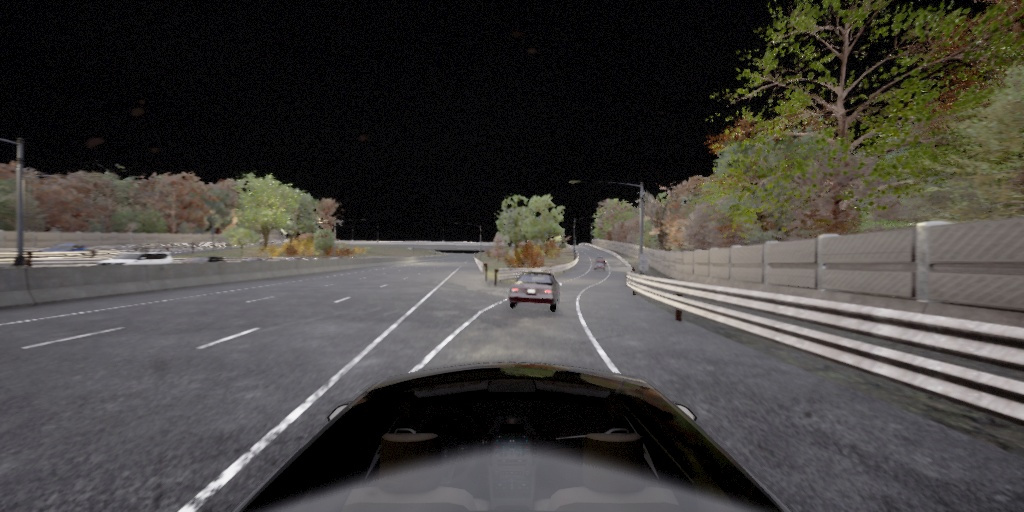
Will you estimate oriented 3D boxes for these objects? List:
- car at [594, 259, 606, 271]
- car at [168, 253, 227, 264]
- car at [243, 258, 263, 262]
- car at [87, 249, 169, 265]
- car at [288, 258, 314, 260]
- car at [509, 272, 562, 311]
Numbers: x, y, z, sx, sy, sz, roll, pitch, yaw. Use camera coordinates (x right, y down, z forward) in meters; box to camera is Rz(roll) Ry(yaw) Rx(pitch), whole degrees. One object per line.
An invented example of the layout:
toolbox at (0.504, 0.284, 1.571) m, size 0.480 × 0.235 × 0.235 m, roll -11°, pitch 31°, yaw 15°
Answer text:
car at (15.396, 1.789, 63.023) m, size 2.033 × 1.411 × 5.357 m, roll 1°, pitch 2°, yaw 14°
car at (-28.787, 0.813, 33.490) m, size 2.097 × 1.767 × 4.553 m, roll 1°, pitch 0°, yaw -6°
car at (-33.744, 0.982, 46.960) m, size 1.994 × 1.385 × 4.181 m, roll 1°, pitch 0°, yaw -6°
car at (-32.015, 0.649, 30.706) m, size 2.150 × 2.045 × 5.566 m, roll 1°, pitch 0°, yaw -6°
car at (-30.607, 1.000, 50.688) m, size 2.033 × 1.411 × 5.357 m, roll 1°, pitch 0°, yaw -6°
car at (1.092, 1.417, 15.288) m, size 2.033 × 1.411 × 5.357 m, roll 2°, pitch -2°, yaw 9°
